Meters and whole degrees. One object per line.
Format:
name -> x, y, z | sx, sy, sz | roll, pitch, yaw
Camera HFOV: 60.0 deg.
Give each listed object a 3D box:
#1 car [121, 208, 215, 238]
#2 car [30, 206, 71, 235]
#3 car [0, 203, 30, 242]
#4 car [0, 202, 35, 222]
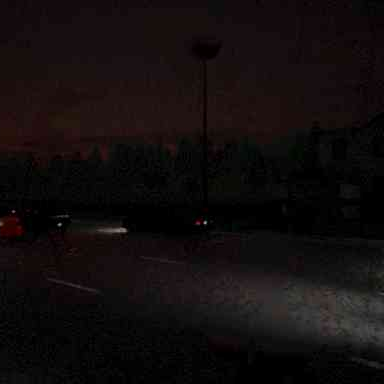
car -> -1.385, 1.569, 17.877 | 5.357, 1.411, 2.033 | 0, 0, 35
car -> -8.966, 1.526, 18.984 | 4.902, 1.511, 2.128 | 0, 0, 35
car -> -9.819, 1.383, 15.295 | 4.553, 1.767, 2.097 | 0, 0, 36
car -> -15.743, 1.602, 28.116 | 5.357, 1.411, 2.033 | 0, 0, 35
